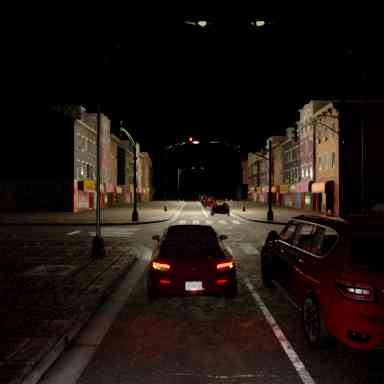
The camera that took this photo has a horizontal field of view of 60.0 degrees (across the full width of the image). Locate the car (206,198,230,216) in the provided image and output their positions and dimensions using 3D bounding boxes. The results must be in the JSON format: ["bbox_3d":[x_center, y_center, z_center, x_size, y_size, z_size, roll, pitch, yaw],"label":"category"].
[{"bbox_3d":[2.684,1.583,32.568,1.887,1.381,4.507,1,0,0],"label":"car"}]

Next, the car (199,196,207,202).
[{"bbox_3d":[2.744,1.780,86.942,1.947,1.339,4.313,0,0,0],"label":"car"}]

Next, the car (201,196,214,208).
[{"bbox_3d":[2.702,1.621,48.880,1.887,1.381,4.507,1,0,0],"label":"car"}]

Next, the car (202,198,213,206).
[{"bbox_3d":[2.714,1.691,59.755,1.802,1.307,4.206,0,0,0],"label":"car"}]

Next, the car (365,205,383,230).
[{"bbox_3d":[13.566,1.583,20.717,4.674,1.442,1.812,0,-1,0],"label":"car"}]

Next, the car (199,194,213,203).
[{"bbox_3d":[2.710,1.407,54.318,2.192,1.841,5.009,1,0,0],"label":"car"}]

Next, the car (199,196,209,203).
[{"bbox_3d":[2.732,1.719,76.067,2.008,1.369,4.403,0,0,0],"label":"car"}]

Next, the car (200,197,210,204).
[{"bbox_3d":[2.726,1.729,70.629,1.802,1.307,4.206,0,0,0],"label":"car"}]

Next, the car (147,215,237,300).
[{"bbox_3d":[-0.041,1.530,8.291,1.812,1.442,4.674,0,0,-2],"label":"car"}]

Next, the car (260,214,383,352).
[{"bbox_3d":[2.657,1.318,6.138,2.192,1.841,5.009,1,0,0],"label":"car"}]
